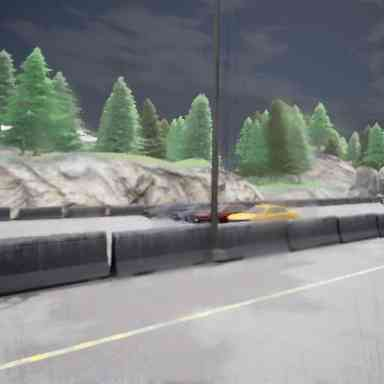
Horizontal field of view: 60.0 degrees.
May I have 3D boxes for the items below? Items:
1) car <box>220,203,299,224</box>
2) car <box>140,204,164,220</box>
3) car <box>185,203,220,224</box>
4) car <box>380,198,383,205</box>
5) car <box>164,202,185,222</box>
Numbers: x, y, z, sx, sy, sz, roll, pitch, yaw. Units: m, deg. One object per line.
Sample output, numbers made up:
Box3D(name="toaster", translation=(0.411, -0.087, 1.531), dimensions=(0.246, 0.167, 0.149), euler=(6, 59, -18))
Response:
Box3D(name="car", translation=(4.342, 1.531, 19.990), dimensions=(5.008, 1.535, 1.882), euler=(0, 0, -36))
Box3D(name="car", translation=(-1.684, 1.602, 28.589), dimensions=(5.357, 1.411, 2.033), euler=(0, 0, -36))
Box3D(name="car", translation=(2.301, 1.531, 22.834), dimensions=(5.008, 1.535, 1.882), euler=(0, 0, -36))
Box3D(name="car", translation=(31.413, 1.274, 52.134), dimensions=(4.902, 1.511, 2.128), euler=(-1, 1, -35))
Box3D(name="car", translation=(0.330, 1.618, 25.727), dimensions=(4.181, 1.385, 1.994), euler=(0, 0, -35))
